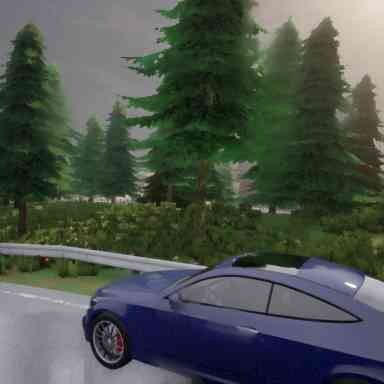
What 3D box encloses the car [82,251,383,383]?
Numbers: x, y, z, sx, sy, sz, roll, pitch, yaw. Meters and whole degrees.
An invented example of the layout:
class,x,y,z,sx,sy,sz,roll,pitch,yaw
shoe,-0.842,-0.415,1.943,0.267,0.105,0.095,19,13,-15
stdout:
class,x,y,z,sx,sy,sz,roll,pitch,yaw
car,0.743,1.499,4.106,4.674,1.442,1.812,1,1,31
